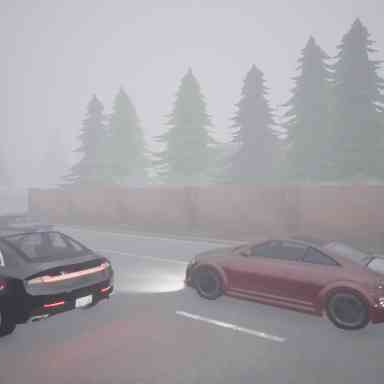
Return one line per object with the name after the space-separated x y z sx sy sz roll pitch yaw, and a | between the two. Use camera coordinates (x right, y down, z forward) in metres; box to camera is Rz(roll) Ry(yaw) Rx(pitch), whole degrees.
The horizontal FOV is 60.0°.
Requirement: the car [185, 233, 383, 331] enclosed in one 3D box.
1.907 1.564 6.932 4.181 1.385 1.994 0 0 36 | car

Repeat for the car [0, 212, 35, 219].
-7.959 1.548 14.012 5.357 1.411 2.033 0 0 36 | car

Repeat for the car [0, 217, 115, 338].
-3.656 1.492 6.617 4.902 1.511 2.128 0 0 36 | car
